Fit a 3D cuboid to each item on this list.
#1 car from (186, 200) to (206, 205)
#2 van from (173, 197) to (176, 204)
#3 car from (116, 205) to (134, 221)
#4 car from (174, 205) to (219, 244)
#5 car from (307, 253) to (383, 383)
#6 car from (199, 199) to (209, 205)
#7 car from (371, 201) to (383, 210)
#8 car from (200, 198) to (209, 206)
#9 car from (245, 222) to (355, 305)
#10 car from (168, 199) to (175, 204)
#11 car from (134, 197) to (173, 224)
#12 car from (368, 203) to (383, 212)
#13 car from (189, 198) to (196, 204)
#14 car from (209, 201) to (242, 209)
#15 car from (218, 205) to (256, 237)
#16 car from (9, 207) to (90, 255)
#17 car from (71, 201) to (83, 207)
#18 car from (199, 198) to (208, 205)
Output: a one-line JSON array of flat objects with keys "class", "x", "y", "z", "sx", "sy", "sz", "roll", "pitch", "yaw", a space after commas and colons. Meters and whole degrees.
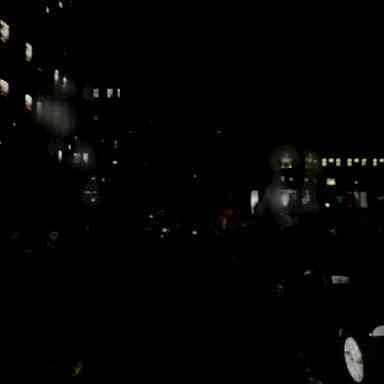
[{"class": "car", "x": 0.139, "y": 1.813, "z": 33.235, "sx": 1.882, "sy": 1.535, "sz": 5.008, "roll": 0, "pitch": -1, "yaw": 0}, {"class": "van", "x": -5.594, "y": 2.257, "z": 85.320, "sx": 1.690, "sy": 1.788, "sz": 3.998, "roll": 0, "pitch": -1, "yaw": 0}, {"class": "car", "x": -5.657, "y": 1.829, "z": 30.109, "sx": 1.752, "sy": 1.417, "sz": 4.829, "roll": 0, "pitch": -1, "yaw": 0}, {"class": "car", "x": 0.121, "y": 1.649, "z": 16.991, "sx": 1.882, "sy": 1.535, "sz": 5.008, "roll": 0, "pitch": -1, "yaw": 0}, {"class": "car", "x": 2.693, "y": 1.578, "z": 2.571, "sx": 2.008, "sy": 1.369, "sz": 4.403, "roll": 0, "pitch": -1, "yaw": 0}, {"class": "car", "x": 2.768, "y": 2.266, "z": 68.217, "sx": 2.008, "sy": 1.369, "sz": 4.403, "roll": 0, "pitch": -1, "yaw": 0}, {"class": "car", "x": 31.506, "y": 2.211, "z": 53.193, "sx": 4.829, "sy": 1.417, "sz": 1.752, "roll": 0, "pitch": -1, "yaw": 0}, {"class": "car", "x": 2.774, "y": 2.222, "z": 73.915, "sx": 1.967, "sy": 1.590, "sz": 4.097, "roll": 0, "pitch": -1, "yaw": 0}, {"class": "car", "x": 2.699, "y": 1.649, "z": 8.110, "sx": 1.947, "sy": 1.339, "sz": 4.313, "roll": 0, "pitch": -1, "yaw": 0}, {"class": "car", "x": -5.587, "y": 2.566, "z": 91.014, "sx": 1.802, "sy": 1.307, "sz": 4.206, "roll": 0, "pitch": -1, "yaw": 0}, {"class": "car", "x": -3.047, "y": 1.501, "z": 27.716, "sx": 2.150, "sy": 2.045, "sz": 5.566, "roll": 0, "pitch": -1, "yaw": 0}, {"class": "car", "x": 26.202, "y": 2.121, "z": 44.729, "sx": 4.507, "sy": 1.381, "sz": 1.887, "roll": 0, "pitch": -1, "yaw": 0}, {"class": "car", "x": 0.104, "y": 2.441, "z": 90.406, "sx": 1.994, "sy": 1.385, "sz": 4.181, "roll": 0, "pitch": -1, "yaw": 0}, {"class": "car", "x": 2.719, "y": 1.565, "z": 24.731, "sx": 2.192, "sy": 1.841, "sz": 5.009, "roll": 0, "pitch": -1, "yaw": 0}, {"class": "car", "x": 2.713, "y": 1.721, "z": 19.360, "sx": 1.752, "sy": 1.417, "sz": 4.829, "roll": 0, "pitch": -1, "yaw": 0}, {"class": "car", "x": -5.675, "y": 1.578, "z": 13.661, "sx": 1.967, "sy": 1.590, "sz": 4.097, "roll": 0, "pitch": -1, "yaw": 0}, {"class": "car", "x": -17.222, "y": 1.711, "z": 44.527, "sx": 5.009, "sy": 1.841, "sz": 2.192, "roll": 0, "pitch": -1, "yaw": 0}, {"class": "car", "x": 2.780, "y": 2.289, "z": 79.611, "sx": 1.967, "sy": 1.590, "sz": 4.097, "roll": 0, "pitch": -1, "yaw": 0}]
